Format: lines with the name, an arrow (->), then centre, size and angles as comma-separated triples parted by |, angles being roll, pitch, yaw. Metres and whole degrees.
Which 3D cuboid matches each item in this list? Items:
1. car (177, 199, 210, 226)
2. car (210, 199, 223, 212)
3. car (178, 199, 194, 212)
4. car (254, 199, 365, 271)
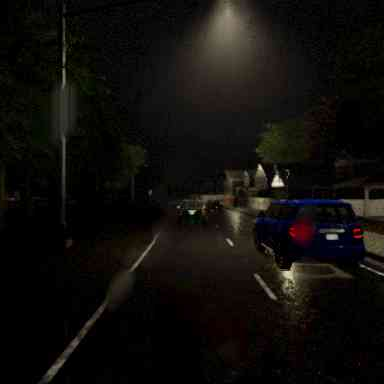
car -> -0.051, 1.452, 24.714 | 2.097, 1.767, 4.553 | 0, 0, -1
car -> 2.701, 1.641, 41.470 | 2.128, 1.511, 4.902 | 0, 0, -4
car -> -0.789, 1.680, 41.235 | 1.812, 1.442, 4.674 | 0, 0, -3
car -> 3.595, 1.257, 11.216 | 2.150, 2.045, 5.566 | 0, 0, 0
